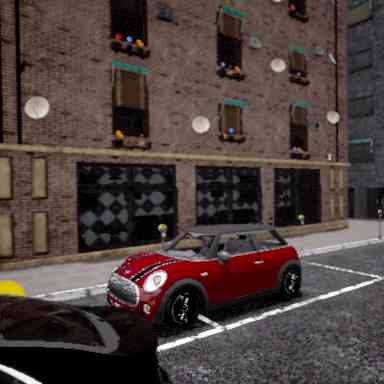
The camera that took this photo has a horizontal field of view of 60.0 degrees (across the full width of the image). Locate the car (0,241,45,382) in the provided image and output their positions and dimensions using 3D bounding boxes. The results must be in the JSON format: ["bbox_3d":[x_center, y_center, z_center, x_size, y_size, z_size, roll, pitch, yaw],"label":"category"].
[{"bbox_3d":[-4.327,1.527,3.490,4.829,1.417,1.752,0,-1,-35],"label":"car"}]

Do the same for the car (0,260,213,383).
[{"bbox_3d":[-2.395,1.506,1.669,4.892,1.490,1.837,0,0,-35],"label":"car"}]

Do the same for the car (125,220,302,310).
[{"bbox_3d":[0.355,1.435,6.829,4.097,1.590,1.967,0,-1,-35],"label":"car"}]
